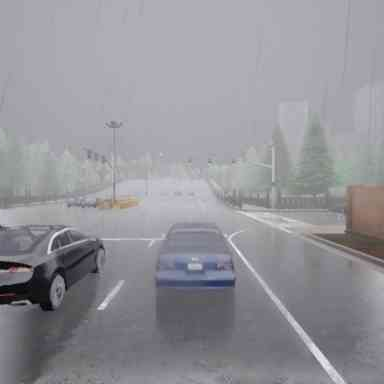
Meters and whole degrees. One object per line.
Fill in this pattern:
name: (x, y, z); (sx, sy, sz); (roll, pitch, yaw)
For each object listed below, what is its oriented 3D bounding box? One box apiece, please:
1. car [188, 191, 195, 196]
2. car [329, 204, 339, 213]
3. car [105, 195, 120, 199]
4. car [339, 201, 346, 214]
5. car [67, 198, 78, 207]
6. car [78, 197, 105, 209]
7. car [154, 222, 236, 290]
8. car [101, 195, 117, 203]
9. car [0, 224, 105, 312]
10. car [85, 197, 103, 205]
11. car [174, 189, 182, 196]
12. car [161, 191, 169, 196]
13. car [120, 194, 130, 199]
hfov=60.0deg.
car: (-0.219, 0.330, 89.483); (1.895, 1.301, 4.718); (0, 7, 0)
car: (16.852, 1.516, 34.665); (4.892, 1.490, 1.837); (0, 0, 0)
car: (-14.124, 1.496, 56.600); (1.882, 1.535, 5.008); (0, 0, 0)
car: (16.556, 1.573, 31.164); (4.181, 1.385, 1.994); (0, 0, 0)
car: (-17.628, 1.617, 51.321); (1.895, 1.301, 4.718); (0, 0, 0)
car: (-14.077, 1.541, 46.888); (1.812, 1.442, 4.674); (0, 0, -2)
car: (0.073, 1.551, 9.218); (2.033, 1.411, 5.357); (0, 0, 0)
car: (-17.602, 1.446, 70.461); (2.128, 1.511, 4.902); (0, 1, 0)
car: (-3.434, 1.495, 7.693); (2.128, 1.511, 4.902); (0, 0, 0)
car: (-17.612, 1.583, 60.135); (1.994, 1.385, 4.181); (0, 0, 0)
car: (-3.719, 0.091, 89.460); (2.097, 1.767, 4.553); (0, 7, 0)
car: (-7.219, 0.325, 89.495); (1.895, 1.301, 4.718); (0, 7, 0)
car: (-14.093, 1.322, 68.868); (2.097, 1.767, 4.553); (0, 1, 0)
